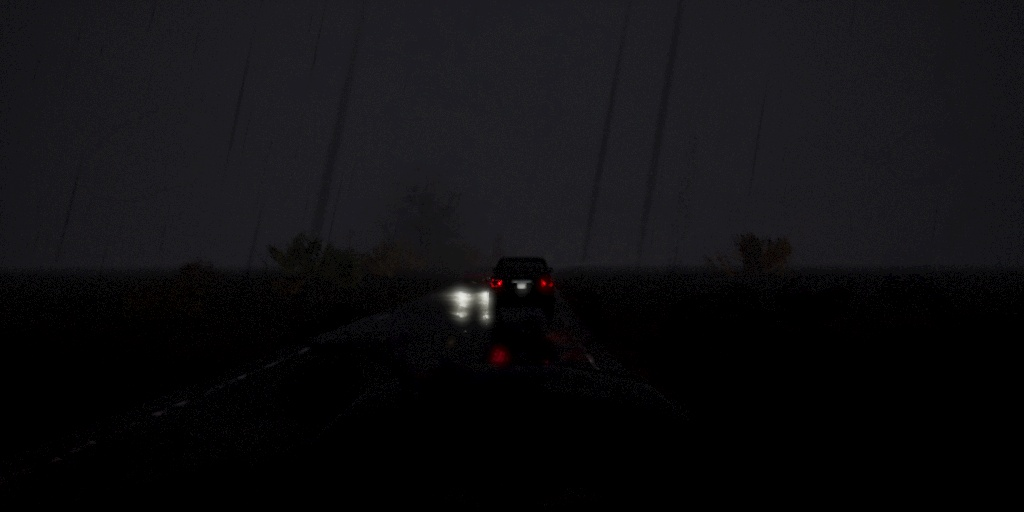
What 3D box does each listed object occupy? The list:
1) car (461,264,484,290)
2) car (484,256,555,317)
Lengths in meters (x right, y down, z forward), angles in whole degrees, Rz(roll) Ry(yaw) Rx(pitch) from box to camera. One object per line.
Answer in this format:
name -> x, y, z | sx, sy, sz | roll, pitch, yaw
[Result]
car -> -2.036, 1.321, 23.763 | 1.882, 1.535, 5.008 | 0, 0, 5
car -> 0.412, 1.026, 13.576 | 2.150, 2.045, 5.566 | 0, 0, 2
